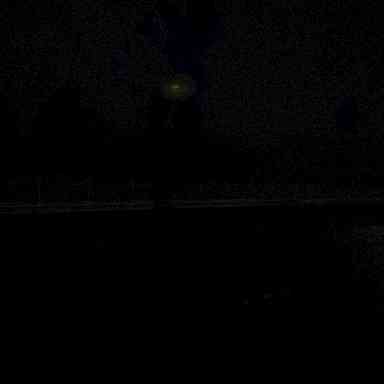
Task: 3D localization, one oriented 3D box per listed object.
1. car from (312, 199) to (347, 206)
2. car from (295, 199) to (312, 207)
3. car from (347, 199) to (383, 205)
[{"bbox_3d":[15.748,1.636,36.672,4.718,1.301,1.895,0,0,-35],"label":"car"},{"bbox_3d":[14.433,1.564,40.024,4.674,1.442,1.812,0,0,-35],"label":"car"},{"bbox_3d":[18.754,1.531,34.510,4.902,1.511,2.128,0,0,-35],"label":"car"}]
